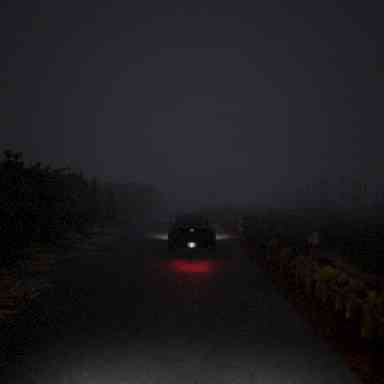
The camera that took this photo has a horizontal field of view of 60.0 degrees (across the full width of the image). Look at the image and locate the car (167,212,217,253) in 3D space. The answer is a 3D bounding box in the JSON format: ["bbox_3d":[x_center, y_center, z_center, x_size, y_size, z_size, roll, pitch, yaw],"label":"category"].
[{"bbox_3d":[0.000,1.642,14.309,1.837,1.490,4.892,0,0,0],"label":"car"}]

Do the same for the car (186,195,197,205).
[{"bbox_3d":[-0.018,1.750,72.570,2.150,2.045,5.566,0,-1,0],"label":"car"}]
